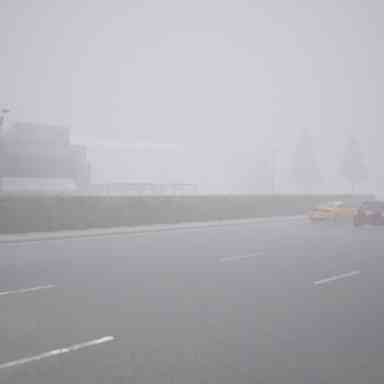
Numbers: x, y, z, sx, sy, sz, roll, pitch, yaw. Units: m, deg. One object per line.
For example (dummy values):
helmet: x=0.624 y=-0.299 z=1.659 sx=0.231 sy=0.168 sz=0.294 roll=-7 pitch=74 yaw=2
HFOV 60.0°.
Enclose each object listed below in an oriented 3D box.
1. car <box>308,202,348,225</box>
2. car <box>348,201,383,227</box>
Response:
car: x=10.561 y=1.459 z=24.171 sx=5.008 sy=1.535 sz=1.882 roll=0 pitch=0 yaw=-35
car: x=12.260 y=1.334 z=21.081 sx=4.553 sy=1.767 sz=2.097 roll=0 pitch=0 yaw=-35
